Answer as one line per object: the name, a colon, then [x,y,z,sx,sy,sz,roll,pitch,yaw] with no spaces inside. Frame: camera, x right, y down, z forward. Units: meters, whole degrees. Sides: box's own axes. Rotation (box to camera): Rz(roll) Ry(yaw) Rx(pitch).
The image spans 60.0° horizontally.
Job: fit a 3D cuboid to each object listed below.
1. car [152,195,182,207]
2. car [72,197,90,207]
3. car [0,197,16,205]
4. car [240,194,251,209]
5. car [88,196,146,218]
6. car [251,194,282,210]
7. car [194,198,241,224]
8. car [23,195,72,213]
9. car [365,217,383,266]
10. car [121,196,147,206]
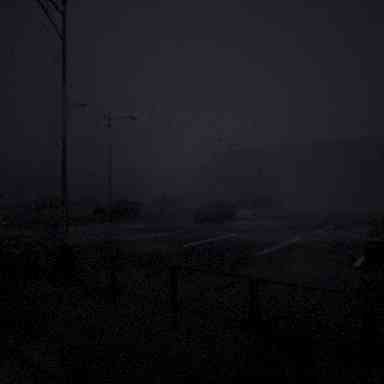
car: [-3.692,1.312,49.560,2.152,1.636,5.027,0,0,35]
car: [-16.178,1.507,49.332,2.007,1.523,4.514,0,0,35]
car: [-33.239,1.638,57.981,1.812,1.442,4.674,0,0,35]
car: [6.770,1.171,42.197,1.905,1.878,3.866,0,0,35]
car: [-6.486,1.410,29.399,2.007,1.523,4.514,0,0,35]
car: [9.384,1.177,40.861,1.932,1.855,4.605,0,0,35]
car: [1.661,1.381,23.613,1.845,1.501,3.633,0,0,35]
car: [-16.264,1.271,37.151,1.932,1.855,4.605,0,0,35]
car: [6.932,1.332,10.520,2.152,1.636,5.027,0,0,35]
car: [-9.126,1.423,52.989,1.970,1.475,3.806,0,0,35]
